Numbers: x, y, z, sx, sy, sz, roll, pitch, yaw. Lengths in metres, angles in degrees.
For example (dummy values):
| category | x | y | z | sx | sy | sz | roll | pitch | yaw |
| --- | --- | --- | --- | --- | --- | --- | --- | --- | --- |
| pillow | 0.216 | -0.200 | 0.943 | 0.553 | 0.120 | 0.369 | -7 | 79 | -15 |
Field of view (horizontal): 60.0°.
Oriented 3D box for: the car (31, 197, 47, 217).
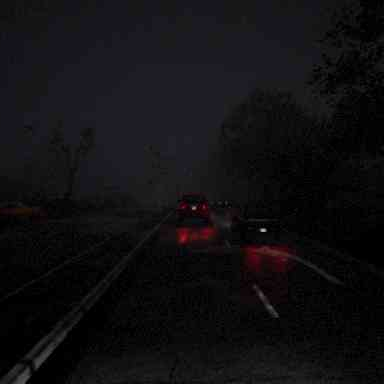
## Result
| category | x | y | z | sx | sy | sz | roll | pitch | yaw |
| --- | --- | --- | --- | --- | --- | --- | --- | --- | --- |
| car | -13.981 | 1.415 | 24.804 | 5.366 | 1.575 | 1.946 | -1 | 0 | -20 |

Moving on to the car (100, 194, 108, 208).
| category | x | y | z | sx | sy | sz | roll | pitch | yaw |
| --- | --- | --- | --- | --- | --- | --- | --- | --- | --- |
| car | -13.803 | 1.428 | 42.877 | 4.892 | 1.521 | 2.231 | -1 | 0 | -20 |

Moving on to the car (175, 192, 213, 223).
| category | x | y | z | sx | sy | sz | roll | pitch | yaw |
| --- | --- | --- | --- | --- | --- | --- | --- | --- | --- |
| car | 0.099 | 1.145 | 24.524 | 2.150 | 2.045 | 5.566 | 0 | 0 | -1 |

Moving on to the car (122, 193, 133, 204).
| category | x | y | z | sx | sy | sz | roll | pitch | yaw |
| --- | --- | --- | --- | --- | --- | --- | --- | --- | --- |
| car | -13.789 | 1.229 | 57.879 | 5.566 | 2.045 | 2.435 | -1 | 0 | -20 |

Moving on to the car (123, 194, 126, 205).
| category | x | y | z | sx | sy | sz | roll | pitch | yaw |
| --- | --- | --- | --- | --- | --- | --- | --- | --- | --- |
| car | -13.769 | 1.509 | 54.882 | 4.674 | 1.452 | 2.002 | -1 | 0 | -20 |

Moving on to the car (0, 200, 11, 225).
| category | x | y | z | sx | sy | sz | roll | pitch | yaw |
| --- | --- | --- | --- | --- | --- | --- | --- | --- | --- |
| car | -13.792 | 1.180 | 18.885 | 5.566 | 2.045 | 2.435 | -1 | 0 | -20 |

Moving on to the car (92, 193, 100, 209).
| category | x | y | z | sx | sy | sz | roll | pitch | yaw |
| --- | --- | --- | --- | --- | --- | --- | --- | --- | --- |
| car | -13.831 | 1.293 | 39.867 | 4.553 | 1.767 | 2.185 | -1 | 0 | -20 |

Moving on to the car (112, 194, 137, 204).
| category | x | y | z | sx | sy | sz | roll | pitch | yaw |
| --- | --- | --- | --- | --- | --- | --- | --- | --- | --- |
| car | -13.627 | 1.390 | 66.929 | 4.553 | 1.767 | 2.185 | -1 | 0 | -19 |

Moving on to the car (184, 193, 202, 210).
| category | x | y | z | sx | sy | sz | roll | pitch | yaw |
| --- | --- | --- | --- | --- | --- | --- | --- | --- | --- |
| car | 0.104 | 1.157 | 42.947 | 2.150 | 2.045 | 5.566 | 0 | 0 | 0 |

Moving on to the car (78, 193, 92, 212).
| category | x | y | z | sx | sy | sz | roll | pitch | yaw |
| --- | --- | --- | --- | --- | --- | --- | --- | --- | --- |
| car | -13.770 | 1.287 | 36.881 | 4.553 | 1.767 | 2.185 | -1 | 0 | -20 |

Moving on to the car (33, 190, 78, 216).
| category | x | y | z | sx | sy | sz | roll | pitch | yaw |
| --- | --- | --- | --- | --- | --- | --- | --- | --- | --- |
| car | -13.831 | 1.158 | 30.854 | 5.566 | 2.045 | 2.435 | -1 | 0 | -20 |

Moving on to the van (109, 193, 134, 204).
| category | x | y | z | sx | sy | sz | roll | pitch | yaw |
| --- | --- | --- | --- | --- | --- | --- | --- | --- | --- |
| van | -13.601 | 1.277 | 63.951 | 4.442 | 1.987 | 1.878 | -1 | -1 | -19 |

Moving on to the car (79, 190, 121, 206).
| category | x | y | z | sx | sy | sz | roll | pitch | yaw |
| --- | --- | --- | --- | --- | --- | --- | --- | --- | --- |
| car | -13.818 | 1.195 | 48.865 | 5.566 | 2.045 | 2.435 | -1 | 0 | -20 |

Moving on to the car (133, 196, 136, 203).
| category | x | y | z | sx | sy | sz | roll | pitch | yaw |
| --- | --- | --- | --- | --- | --- | --- | --- | --- | --- |
| car | -13.717 | 1.240 | 60.915 | 5.566 | 2.045 | 2.435 | -1 | -1 | -20 |

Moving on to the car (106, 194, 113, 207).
| category | x | y | z | sx | sy | sz | roll | pitch | yaw |
| --- | --- | --- | --- | --- | --- | --- | --- | --- | --- |
| car | -13.818 | 1.465 | 45.861 | 4.792 | 1.488 | 2.163 | -1 | 0 | -20 |

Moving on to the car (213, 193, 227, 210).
| category | x | y | z | sx | sy | sz | roll | pitch | yaw |
| --- | --- | --- | --- | --- | --- | --- | --- | --- | --- |
| car | 3.104 | 1.279 | 39.670 | 2.097 | 1.767 | 4.553 | 0 | 0 | 0 |

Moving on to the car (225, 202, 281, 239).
| category | x | y | z | sx | sy | sz | roll | pitch | yaw |
| --- | --- | --- | --- | --- | --- | --- | --- | --- | --- |
| car | 3.102 | 1.439 | 16.883 | 2.128 | 1.511 | 4.902 | 0 | 0 | 0 |

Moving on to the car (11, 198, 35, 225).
| category | x | y | z | sx | sy | sz | roll | pitch | yaw |
| --- | --- | --- | --- | --- | --- | --- | --- | --- | --- |
| car | -13.636 | 1.416 | 21.937 | 5.366 | 1.575 | 1.946 | -1 | 0 | -20 |

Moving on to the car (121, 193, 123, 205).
| category | x | y | z | sx | sy | sz | roll | pitch | yaw |
| --- | --- | --- | --- | --- | --- | --- | --- | --- | --- |
| car | -13.958 | 1.457 | 51.815 | 5.366 | 1.575 | 1.946 | -1 | 0 | -20 |
